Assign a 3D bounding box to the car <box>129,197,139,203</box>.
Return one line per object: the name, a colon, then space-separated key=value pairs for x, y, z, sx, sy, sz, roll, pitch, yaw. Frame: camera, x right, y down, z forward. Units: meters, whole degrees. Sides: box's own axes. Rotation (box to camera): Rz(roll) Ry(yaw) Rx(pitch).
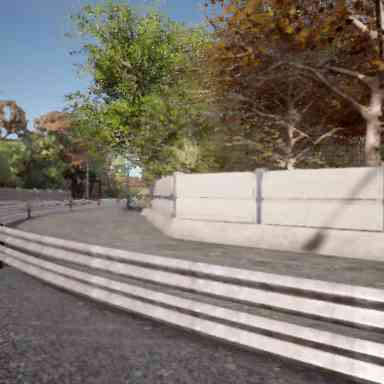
car: x=-14.340 y=1.976 z=81.439 sx=2.128 sy=1.511 sz=4.902 roll=0 pitch=-1 yaw=4
